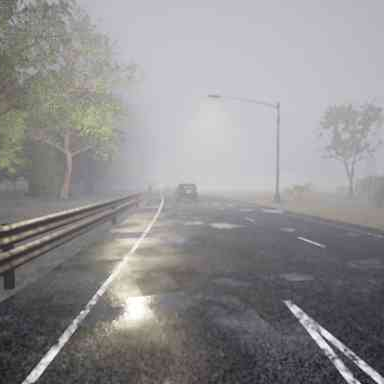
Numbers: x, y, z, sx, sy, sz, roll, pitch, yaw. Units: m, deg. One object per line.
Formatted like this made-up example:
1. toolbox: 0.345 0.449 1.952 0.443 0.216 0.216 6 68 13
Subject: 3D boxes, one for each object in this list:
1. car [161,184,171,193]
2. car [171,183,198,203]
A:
1. car: -4.442 -0.479 63.294 1.895 1.301 4.718 0 2 -8
2. car: -0.707 0.035 36.612 2.150 2.045 5.566 0 2 -8
